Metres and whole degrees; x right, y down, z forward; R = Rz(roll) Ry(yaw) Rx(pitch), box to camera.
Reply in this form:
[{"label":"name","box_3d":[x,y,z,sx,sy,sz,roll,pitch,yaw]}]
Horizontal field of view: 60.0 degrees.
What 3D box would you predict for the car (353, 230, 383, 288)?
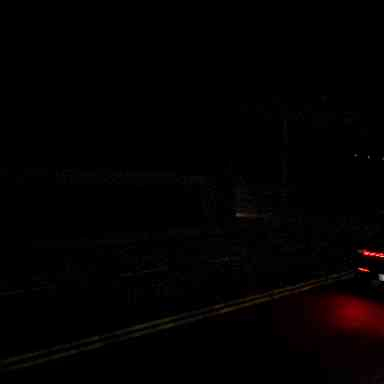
[{"label":"car","box_3d":[5.820,1.492,7.983,4.902,1.511,2.128,0,0,-35]}]
